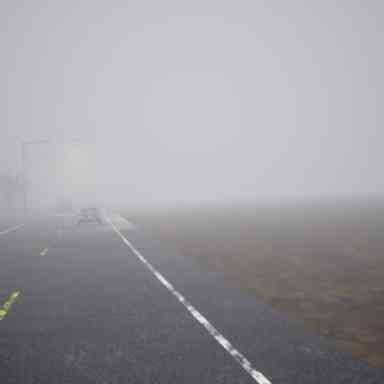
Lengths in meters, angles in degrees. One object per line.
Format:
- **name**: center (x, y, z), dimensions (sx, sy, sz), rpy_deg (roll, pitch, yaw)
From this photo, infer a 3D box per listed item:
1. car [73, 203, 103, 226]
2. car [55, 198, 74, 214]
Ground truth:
- **car**: center (-8.301, 1.896, 27.073), dimensions (2.033, 1.411, 5.357), rpy_deg (-1, 0, -17)
- **car**: center (-17.563, 1.871, 46.035), dimensions (2.150, 2.045, 5.566), rpy_deg (-1, 0, -16)
